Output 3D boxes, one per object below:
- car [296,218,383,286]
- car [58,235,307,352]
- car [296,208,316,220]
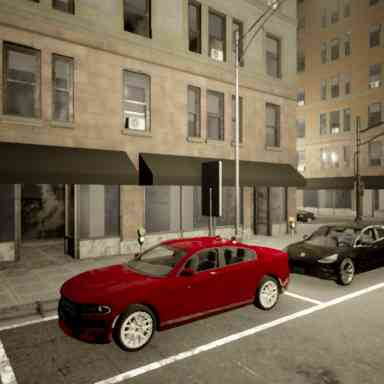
[{"bbox_3d":[4.350,1.565,9.435,4.313,1.339,1.947,0,0,-36],"label":"car"},{"bbox_3d":[-0.086,1.545,6.165,4.507,1.381,1.887,0,0,-36],"label":"car"},{"bbox_3d":[6.944,1.613,25.974,2.033,1.411,5.357,0,0,-33],"label":"car"}]
